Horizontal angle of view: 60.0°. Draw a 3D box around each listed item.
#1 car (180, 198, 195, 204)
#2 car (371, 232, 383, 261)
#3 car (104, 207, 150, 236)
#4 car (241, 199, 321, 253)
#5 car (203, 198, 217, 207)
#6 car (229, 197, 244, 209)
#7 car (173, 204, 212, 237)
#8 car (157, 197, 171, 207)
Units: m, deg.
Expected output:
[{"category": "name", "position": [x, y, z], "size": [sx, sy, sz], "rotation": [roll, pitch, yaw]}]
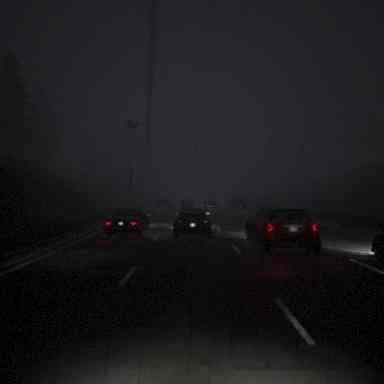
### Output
[{"category": "car", "position": [-0.620, 1.518, 46.832], "size": [2.128, 1.511, 4.902], "rotation": [0, 0, -1]}, {"category": "car", "position": [7.099, 1.554, 9.647], "size": [1.994, 1.385, 4.181], "rotation": [0, 0, 0]}, {"category": "car", "position": [-3.468, 1.564, 18.459], "size": [2.033, 1.411, 5.357], "rotation": [0, 0, -1]}, {"category": "car", "position": [3.566, 1.351, 13.883], "size": [2.097, 1.767, 4.553], "rotation": [0, 0, -1]}, {"category": "car", "position": [2.767, 1.585, 51.907], "size": [1.994, 1.385, 4.181], "rotation": [0, 0, -1]}, {"category": "car", "position": [6.390, 1.516, 46.386], "size": [1.837, 1.490, 4.892], "rotation": [0, 0, -1]}, {"category": "car", "position": [0.001, 1.574, 18.123], "size": [1.994, 1.385, 4.181], "rotation": [0, 0, -1]}, {"category": "car", "position": [-4.208, 1.541, 50.696], "size": [1.837, 1.490, 4.892], "rotation": [0, 0, -1]}]
